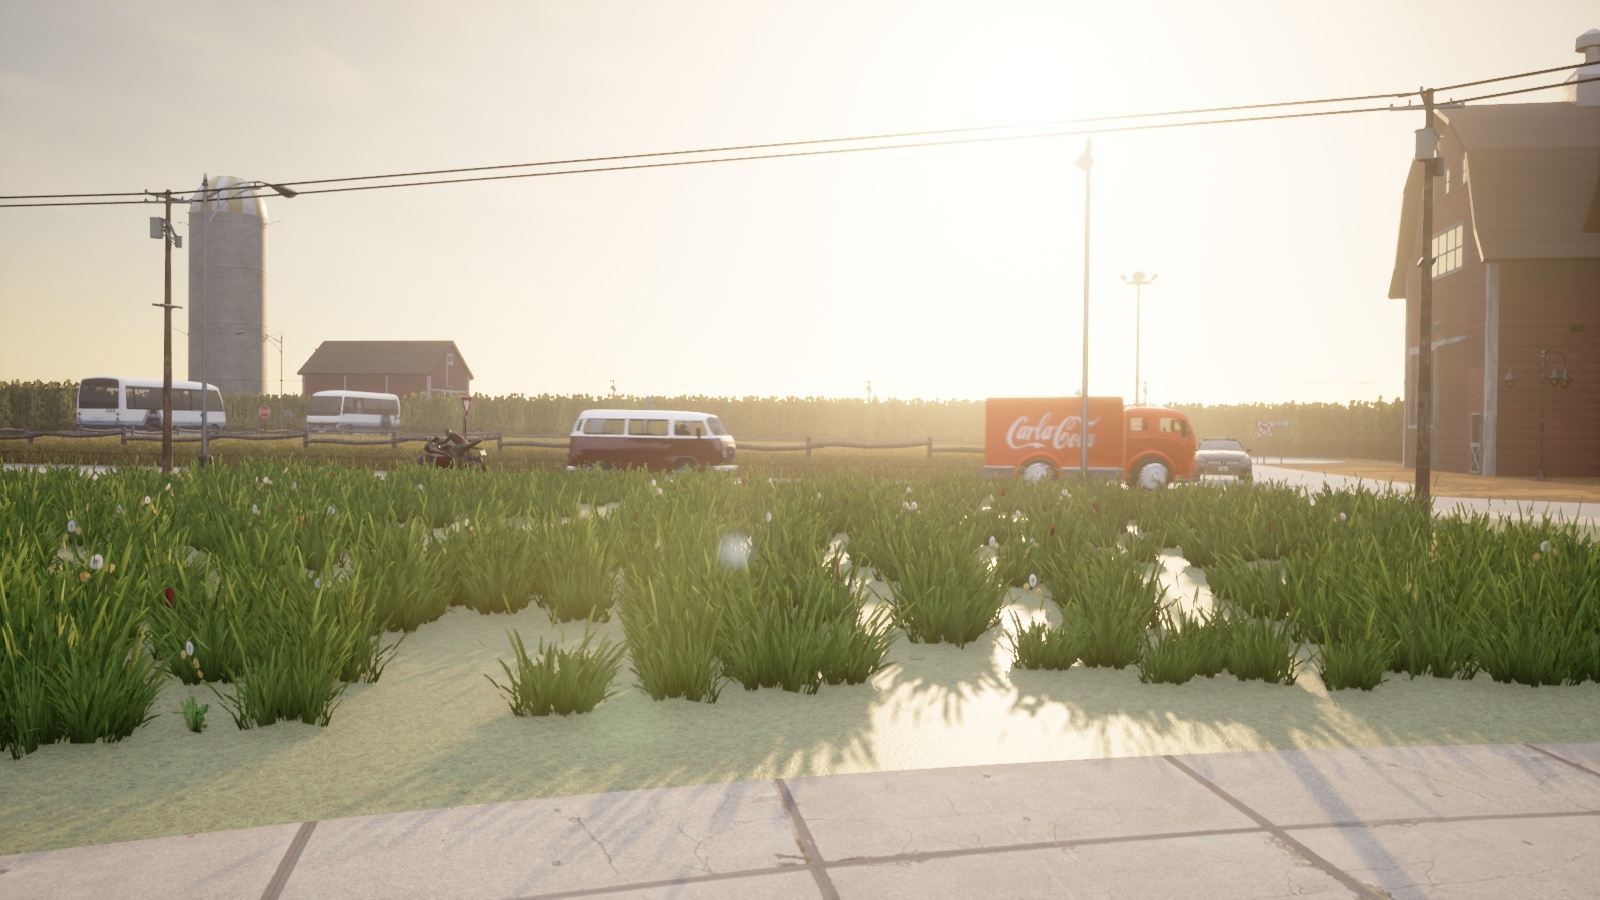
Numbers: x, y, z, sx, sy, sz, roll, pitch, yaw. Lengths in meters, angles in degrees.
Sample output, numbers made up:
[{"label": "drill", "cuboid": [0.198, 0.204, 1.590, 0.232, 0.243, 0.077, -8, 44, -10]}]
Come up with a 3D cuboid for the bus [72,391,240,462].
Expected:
[{"label": "bus", "cuboid": [-41.008, -1.510, 80.584, 3.944, 4.253, 10.273, 0, 1, 12]}]

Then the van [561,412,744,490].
[{"label": "van", "cuboid": [-3.957, 0.019, 34.082, 4.480, 2.038, 2.069, 0, 1, 11]}]

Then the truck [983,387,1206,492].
[{"label": "truck", "cuboid": [7.279, -0.278, 31.557, 5.204, 2.467, 2.627, -1, 2, 10]}]

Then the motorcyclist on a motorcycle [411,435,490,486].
[{"label": "motorcyclist on a motorcycle", "cuboid": [-10.853, 0.324, 39.060, 2.191, 1.530, 0.866, 0, 1, 11]}]

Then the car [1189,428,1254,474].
[{"label": "car", "cuboid": [14.105, 0.002, 42.228, 1.812, 1.442, 4.674, 0, 1, 15]}]
